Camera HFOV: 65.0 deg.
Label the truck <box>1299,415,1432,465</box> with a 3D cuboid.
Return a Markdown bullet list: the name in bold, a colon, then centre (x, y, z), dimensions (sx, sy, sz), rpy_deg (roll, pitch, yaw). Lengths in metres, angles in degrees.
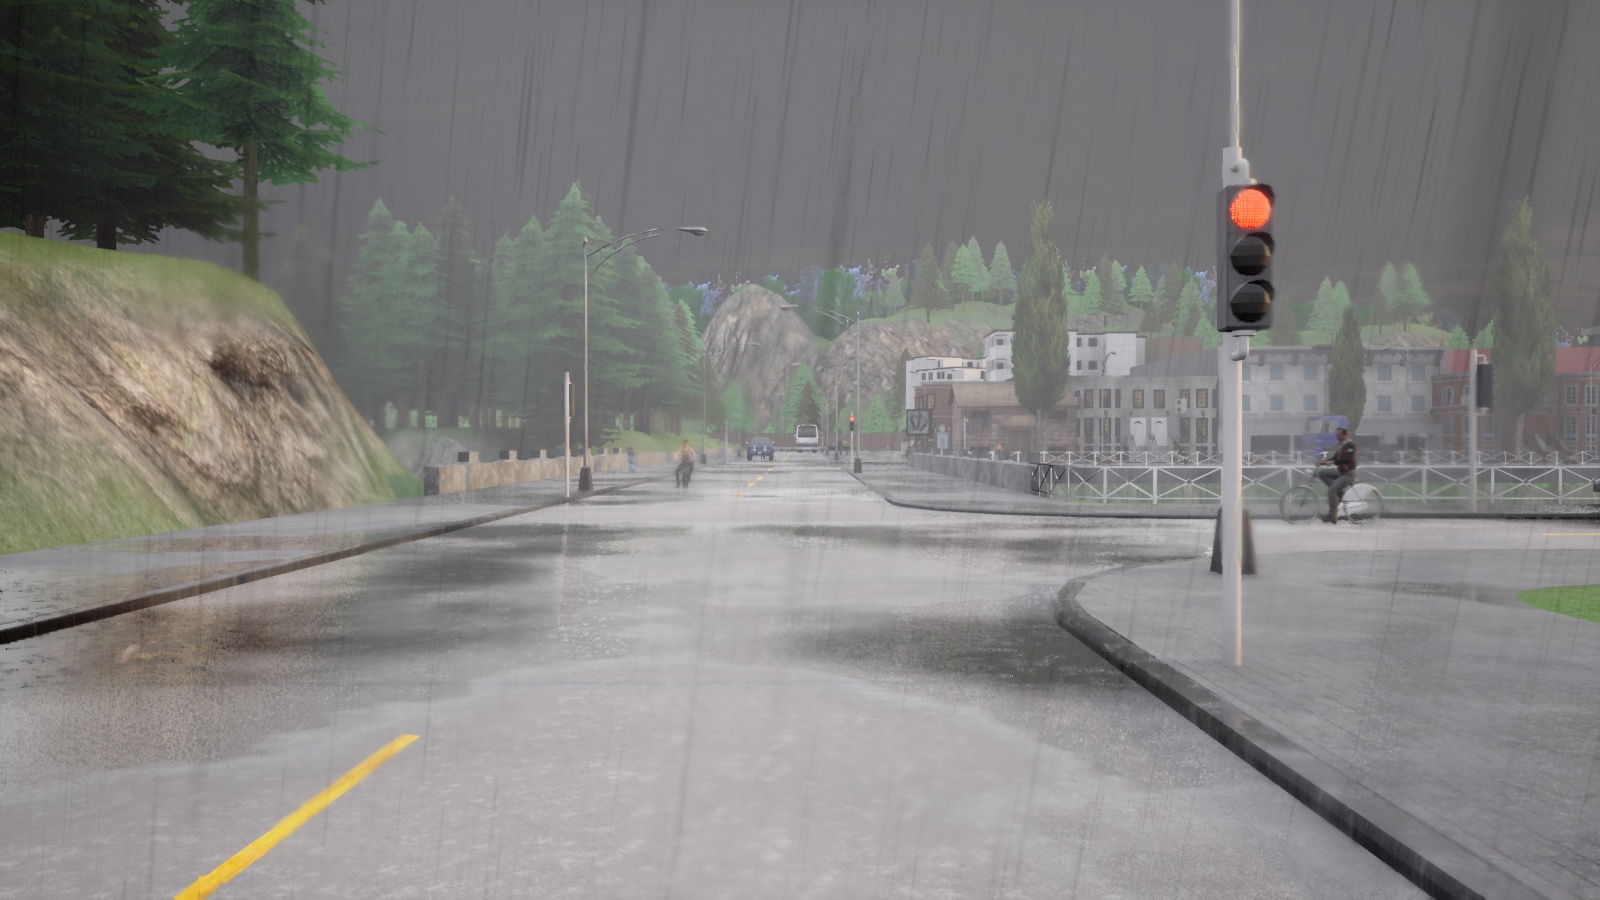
- **truck**: centre (39.502, -0.700, 87.880), dimensions (7.936, 3.462, 2.891), rpy_deg (0, 0, 0)

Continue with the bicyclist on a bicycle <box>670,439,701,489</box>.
- **bicyclist on a bicycle**: centre (-3.753, 0.448, 41.180), dimensions (0.866, 1.612, 1.509), rpy_deg (0, 0, 0)

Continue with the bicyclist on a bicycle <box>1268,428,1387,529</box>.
- **bicyclist on a bicycle**: centre (9.388, 0.498, 22.394), dimensions (1.843, 1.776, 0.659), rpy_deg (0, 0, 0)
